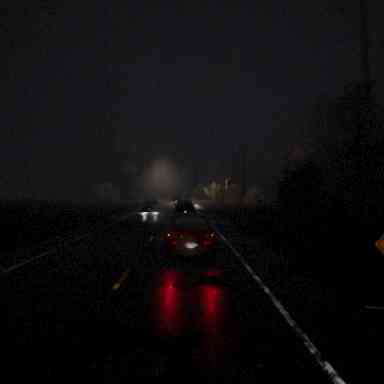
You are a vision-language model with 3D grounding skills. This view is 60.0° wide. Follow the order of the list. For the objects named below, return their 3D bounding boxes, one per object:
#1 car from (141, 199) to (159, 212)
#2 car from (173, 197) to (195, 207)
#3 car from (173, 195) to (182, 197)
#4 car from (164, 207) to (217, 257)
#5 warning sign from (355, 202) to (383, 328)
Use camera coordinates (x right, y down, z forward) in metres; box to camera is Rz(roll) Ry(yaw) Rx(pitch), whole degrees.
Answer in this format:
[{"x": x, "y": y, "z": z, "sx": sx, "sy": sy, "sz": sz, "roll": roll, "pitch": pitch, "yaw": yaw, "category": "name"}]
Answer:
[{"x": -4.819, "y": 1.525, "z": 38.988, "sx": 2.033, "sy": 1.411, "sz": 5.357, "roll": 0, "pitch": 0, "yaw": -4, "category": "car"}, {"x": -0.731, "y": 1.492, "z": 31.794, "sx": 1.837, "sy": 1.490, "sz": 4.892, "roll": 0, "pitch": 0, "yaw": -3, "category": "car"}, {"x": -3.269, "y": 1.387, "z": 75.467, "sx": 1.812, "sy": 1.442, "sz": 4.674, "roll": 0, "pitch": 0, "yaw": -7, "category": "car"}, {"x": -0.075, "y": 1.529, "z": 12.930, "sx": 1.812, "sy": 1.442, "sz": 4.674, "roll": 0, "pitch": 0, "yaw": -1, "category": "car"}, {"x": 3.545, "y": 1.116, "z": 5.316, "sx": 1.300, "sy": 1.860, "sz": 1.060, "roll": 1, "pitch": 1, "yaw": 0, "category": "warning sign"}]
